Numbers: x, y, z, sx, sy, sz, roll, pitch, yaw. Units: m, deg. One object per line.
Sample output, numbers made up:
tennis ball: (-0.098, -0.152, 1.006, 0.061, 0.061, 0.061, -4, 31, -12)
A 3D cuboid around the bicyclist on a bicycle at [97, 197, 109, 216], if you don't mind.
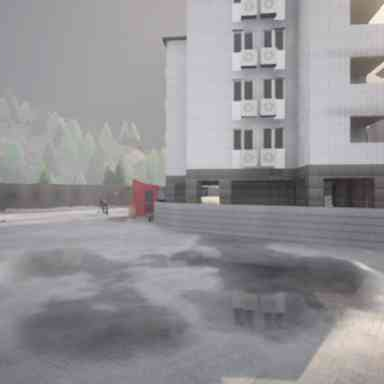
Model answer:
bicyclist on a bicycle: (-8.038, 1.304, 29.907, 1.656, 1.620, 0.582, 0, 0, 36)
